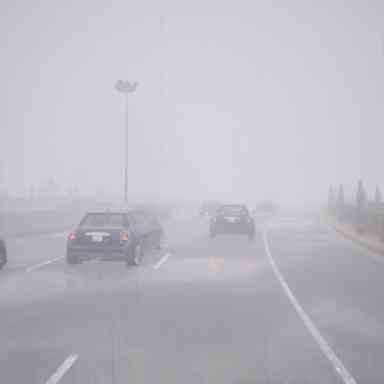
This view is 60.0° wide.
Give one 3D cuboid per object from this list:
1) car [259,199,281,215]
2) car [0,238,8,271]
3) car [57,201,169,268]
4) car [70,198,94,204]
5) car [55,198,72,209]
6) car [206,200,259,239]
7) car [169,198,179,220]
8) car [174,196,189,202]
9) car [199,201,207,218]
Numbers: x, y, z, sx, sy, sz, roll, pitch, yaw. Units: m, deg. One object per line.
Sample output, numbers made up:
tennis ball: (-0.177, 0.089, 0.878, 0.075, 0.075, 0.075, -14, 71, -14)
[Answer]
car: (8.072, 1.487, 34.698, 1.882, 1.535, 5.008, 0, 0, 23)
car: (-6.351, 1.315, 7.529, 2.097, 1.767, 4.553, 0, 0, 5)
car: (-2.372, 1.324, 11.465, 2.097, 1.767, 4.553, 0, 0, 8)
car: (-8.571, 1.508, 31.107, 2.033, 1.411, 5.357, 0, 0, 19)
car: (-13.451, 1.464, 38.026, 1.837, 1.490, 4.892, 0, 0, 22)
car: (2.247, 1.335, 17.366, 2.097, 1.767, 4.553, 0, 0, 12)
car: (-2.890, 1.475, 25.305, 1.837, 1.490, 4.892, 0, 0, 16)
car: (-2.151, 1.386, 54.825, 2.097, 1.767, 4.553, 0, 0, 25)
car: (2.052, 1.491, 29.099, 1.837, 1.490, 4.892, 0, 0, 20)
